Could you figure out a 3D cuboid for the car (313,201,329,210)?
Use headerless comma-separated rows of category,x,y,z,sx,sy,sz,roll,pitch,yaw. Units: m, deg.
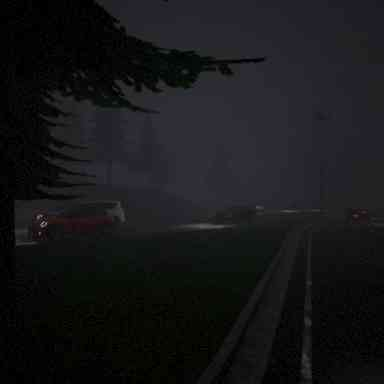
car,22.194,2.286,57.029,1.837,1.490,4.892,-1,-1,33

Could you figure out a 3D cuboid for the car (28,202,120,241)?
car,-6.807,1.690,19.063,4.553,1.767,2.097,0,-1,-42

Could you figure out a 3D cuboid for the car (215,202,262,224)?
car,3.921,1.923,29.456,1.882,1.535,5.008,-1,-1,38

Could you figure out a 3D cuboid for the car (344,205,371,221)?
car,15.576,1.939,31.282,1.812,1.442,4.674,-1,-1,31

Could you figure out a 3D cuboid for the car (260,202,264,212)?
car,9.323,2.242,49.933,1.837,1.490,4.892,-1,-1,33

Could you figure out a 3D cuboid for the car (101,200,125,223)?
car,-7.370,1.627,23.153,5.566,2.045,2.150,0,-1,-41

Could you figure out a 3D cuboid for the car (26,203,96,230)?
car,-9.991,1.809,25.574,4.553,1.767,2.097,0,-1,-42

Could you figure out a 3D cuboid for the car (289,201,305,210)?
car,18.016,2.294,56.994,2.128,1.511,4.902,-1,-1,33
